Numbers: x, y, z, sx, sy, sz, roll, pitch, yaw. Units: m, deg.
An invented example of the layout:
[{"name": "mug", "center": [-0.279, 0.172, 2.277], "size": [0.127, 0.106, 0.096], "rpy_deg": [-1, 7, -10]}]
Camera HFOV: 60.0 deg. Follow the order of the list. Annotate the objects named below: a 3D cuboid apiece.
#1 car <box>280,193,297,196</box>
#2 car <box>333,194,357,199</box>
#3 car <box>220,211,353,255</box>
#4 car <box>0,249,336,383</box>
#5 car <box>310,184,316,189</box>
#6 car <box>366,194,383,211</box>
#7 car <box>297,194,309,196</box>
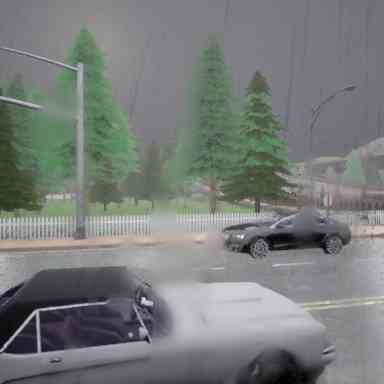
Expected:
[{"name": "car", "center": [15.858, 0.341, 59.158], "size": [2.033, 1.411, 5.357], "rpy_deg": [0, 6, -15]}, {"name": "car", "center": [24.647, 1.006, 53.604], "size": [1.994, 1.385, 4.181], "rpy_deg": [0, 4, -15]}, {"name": "car", "center": [3.471, 1.491, 12.327], "size": [4.902, 1.511, 2.128], "rpy_deg": [0, 0, -14]}, {"name": "car", "center": [-0.873, 1.601, 3.827], "size": [4.718, 1.301, 1.895], "rpy_deg": [0, 0, -14]}, {"name": "car", "center": [25.944, -1.239, 75.398], "size": [2.128, 1.511, 4.902], "rpy_deg": [0, 7, -16]}, {"name": "car", "center": [21.978, 1.209, 37.196], "size": [2.150, 2.045, 5.566], "rpy_deg": [0, 0, -16]}, {"name": "car", "center": [19.330, 0.397, 59.724], "size": [1.994, 1.385, 4.181], "rpy_deg": [0, 6, -15]}]
